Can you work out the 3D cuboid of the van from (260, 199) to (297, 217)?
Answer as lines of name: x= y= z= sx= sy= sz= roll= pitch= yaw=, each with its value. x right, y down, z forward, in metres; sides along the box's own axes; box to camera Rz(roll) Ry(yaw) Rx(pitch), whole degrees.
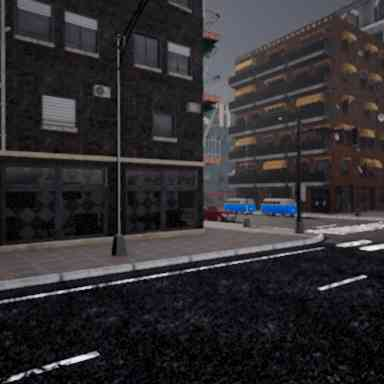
van: x=8.757 y=1.589 z=33.783 sx=1.690 sy=1.788 sz=3.998 roll=-1 pitch=0 yaw=-36

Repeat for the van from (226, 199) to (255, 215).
van: x=5.435 y=1.662 z=38.294 sx=1.690 sy=1.788 sz=3.998 roll=-1 pitch=0 yaw=-36

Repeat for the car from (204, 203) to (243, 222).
car: x=2.025 y=1.865 z=28.856 sx=1.802 sy=1.307 sz=4.206 roll=-1 pitch=0 yaw=-36
